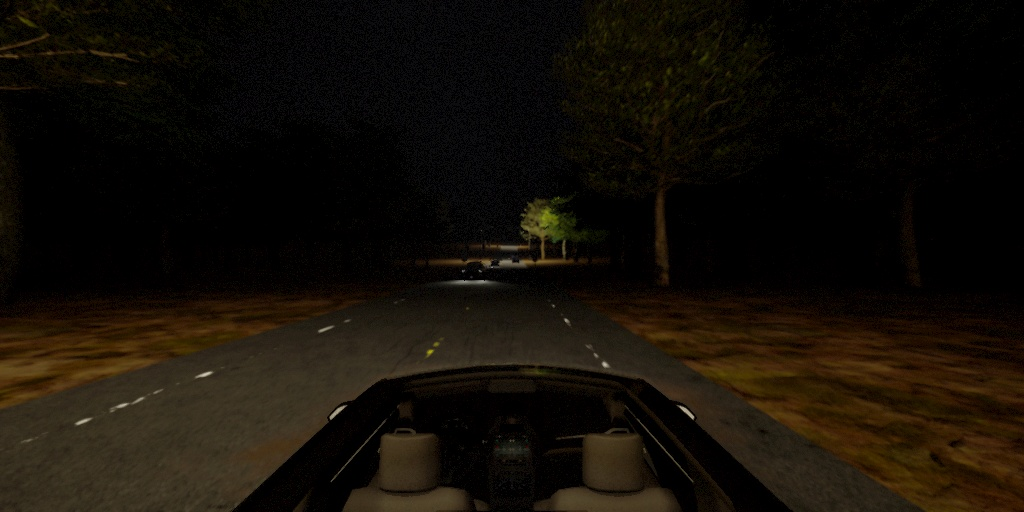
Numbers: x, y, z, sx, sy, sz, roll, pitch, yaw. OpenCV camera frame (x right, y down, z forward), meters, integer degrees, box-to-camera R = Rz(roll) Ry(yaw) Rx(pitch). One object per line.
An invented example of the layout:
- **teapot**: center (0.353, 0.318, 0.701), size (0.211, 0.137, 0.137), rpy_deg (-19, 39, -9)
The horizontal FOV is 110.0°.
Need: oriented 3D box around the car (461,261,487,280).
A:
- **car**: center (-3.574, 1.316, 34.068), size (2.097, 1.767, 4.553), rpy_deg (0, 0, 0)
